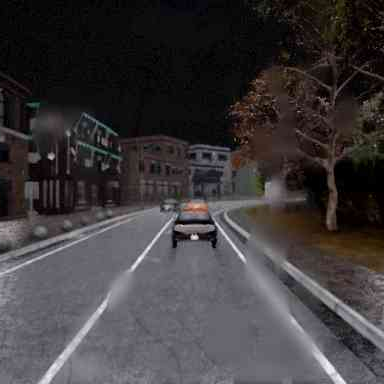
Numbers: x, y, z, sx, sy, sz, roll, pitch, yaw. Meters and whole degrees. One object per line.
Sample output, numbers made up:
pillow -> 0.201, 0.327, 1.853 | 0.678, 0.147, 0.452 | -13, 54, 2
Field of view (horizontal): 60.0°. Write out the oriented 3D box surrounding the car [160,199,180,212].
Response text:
car -> -2.503, 1.554, 39.171 | 2.128, 1.511, 4.902 | 0, 0, 6

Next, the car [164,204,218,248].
car -> 0.098, 1.514, 14.996 | 2.128, 1.511, 4.902 | 0, 0, 0

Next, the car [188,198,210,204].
car -> 0.679, 1.398, 32.246 | 2.097, 1.767, 4.553 | 0, 0, 5
